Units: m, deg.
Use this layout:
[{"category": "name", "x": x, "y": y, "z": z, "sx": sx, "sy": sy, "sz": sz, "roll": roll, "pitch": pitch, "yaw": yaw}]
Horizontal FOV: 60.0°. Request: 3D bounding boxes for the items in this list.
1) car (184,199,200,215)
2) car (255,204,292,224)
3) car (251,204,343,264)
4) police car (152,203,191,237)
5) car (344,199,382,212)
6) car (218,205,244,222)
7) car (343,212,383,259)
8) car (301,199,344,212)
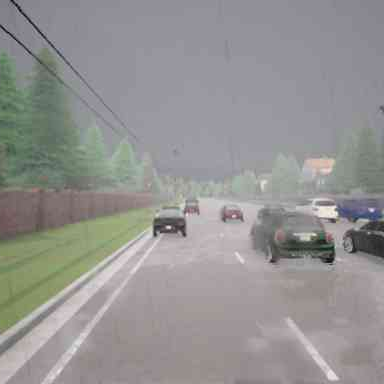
[{"category": "car", "x": 0.003, "y": 2.026, "z": 41.930, "sx": 1.882, "sy": 1.535, "sz": 5.008, "roll": 0, "pitch": -1, "yaw": 0}, {"category": "car", "x": 7.082, "y": 1.877, "z": 29.498, "sx": 2.128, "sy": 1.511, "sz": 4.902, "roll": 0, "pitch": -1, "yaw": 0}, {"category": "car", "x": 3.593, "y": 1.518, "z": 12.674, "sx": 2.097, "sy": 1.767, "sz": 4.553, "roll": 0, "pitch": -1, "yaw": 0}, {"category": "police car", "x": -1.237, "y": 1.690, "z": 20.166, "sx": 1.930, "sy": 1.638, "sz": 5.238, "roll": 0, "pitch": -1, "yaw": 0}, {"category": "car", "x": 14.083, "y": 1.596, "z": 28.740, "sx": 2.150, "sy": 2.045, "sz": 5.566, "roll": 0, "pitch": -1, "yaw": 0}, {"category": "car", "x": 3.568, "y": 1.925, "z": 30.569, "sx": 1.812, "sy": 1.442, "sz": 4.674, "roll": 0, "pitch": -1, "yaw": 0}, {"category": "car", "x": 7.094, "y": 1.658, "z": 11.656, "sx": 1.837, "sy": 1.490, "sz": 4.892, "roll": 0, "pitch": -1, "yaw": 0}, {"category": "car", "x": 10.582, "y": 1.597, "z": 28.787, "sx": 2.150, "sy": 2.045, "sz": 5.566, "roll": 0, "pitch": -1, "yaw": 0}]
